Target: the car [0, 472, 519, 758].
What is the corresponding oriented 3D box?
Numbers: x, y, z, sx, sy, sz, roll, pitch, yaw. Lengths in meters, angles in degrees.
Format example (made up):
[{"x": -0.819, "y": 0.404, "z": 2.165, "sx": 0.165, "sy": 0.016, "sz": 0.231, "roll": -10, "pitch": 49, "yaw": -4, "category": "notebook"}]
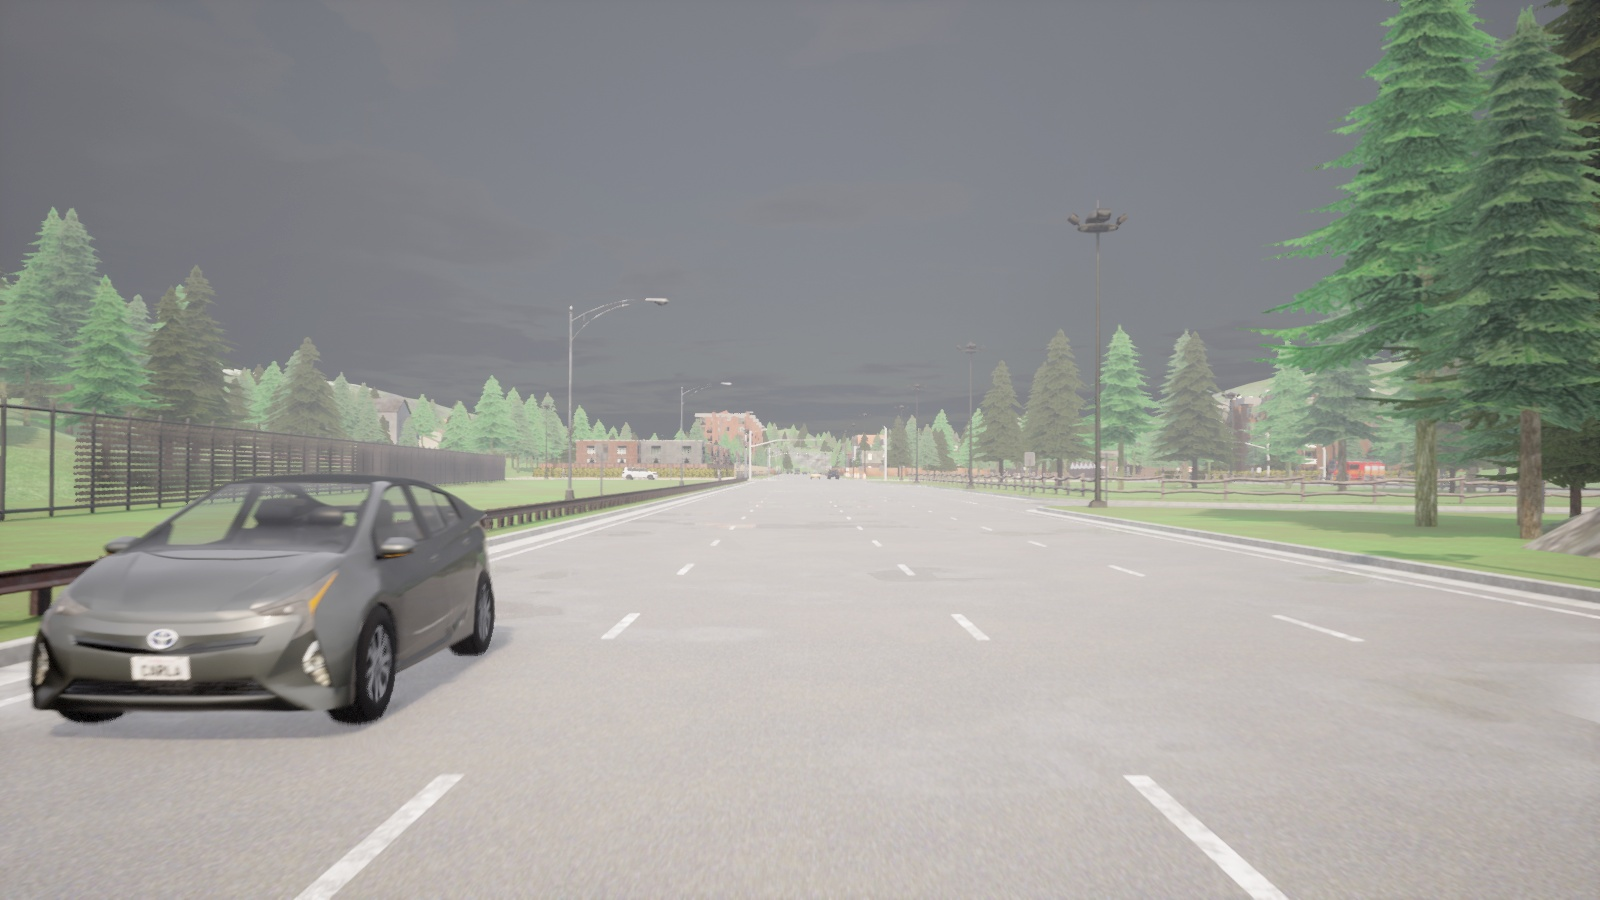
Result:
[{"x": -3.524, "y": 0.926, "z": 9.017, "sx": 2.007, "sy": 1.525, "sz": 4.514, "roll": 0, "pitch": -1, "yaw": 0, "category": "car"}]
